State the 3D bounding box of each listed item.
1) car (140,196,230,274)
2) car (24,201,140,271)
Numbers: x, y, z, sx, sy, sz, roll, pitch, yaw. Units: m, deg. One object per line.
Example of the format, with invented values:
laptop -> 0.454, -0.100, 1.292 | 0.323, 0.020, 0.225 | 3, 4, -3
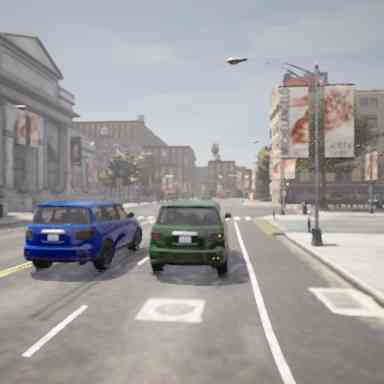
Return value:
car -> 0.103, 1.296, 11.068 | 2.150, 2.045, 5.566 | 0, 0, 6
car -> -3.378, 1.298, 11.439 | 2.150, 2.045, 5.566 | 0, 0, 6
